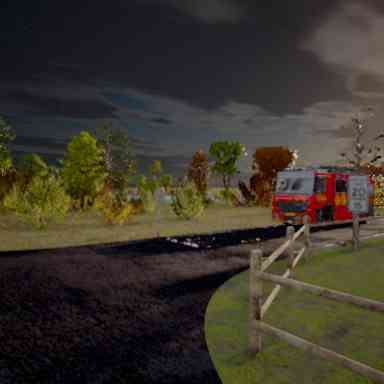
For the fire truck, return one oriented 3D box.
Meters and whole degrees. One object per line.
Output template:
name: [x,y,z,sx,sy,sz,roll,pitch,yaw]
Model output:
fire truck: [8.949,0.275,22.079,8.468,3.827,2.891,0,1,-40]
